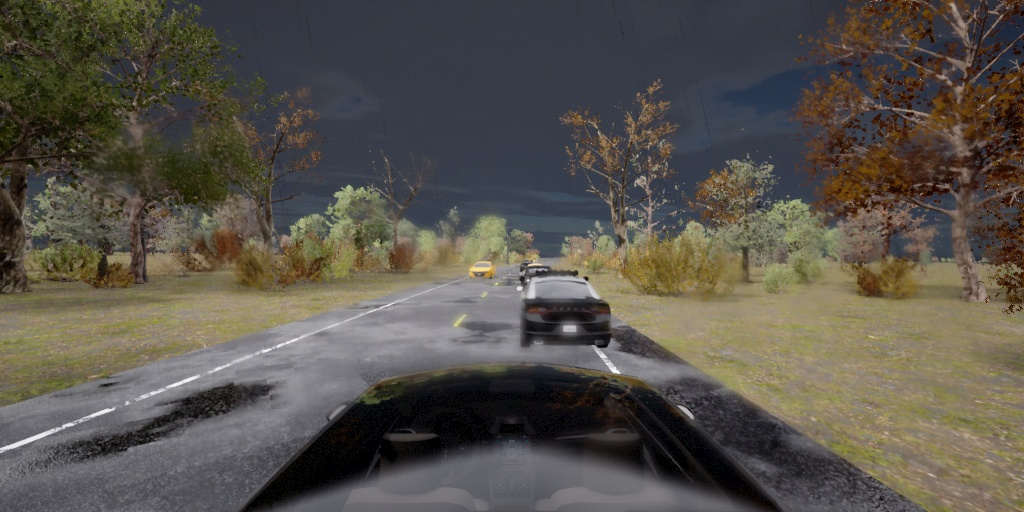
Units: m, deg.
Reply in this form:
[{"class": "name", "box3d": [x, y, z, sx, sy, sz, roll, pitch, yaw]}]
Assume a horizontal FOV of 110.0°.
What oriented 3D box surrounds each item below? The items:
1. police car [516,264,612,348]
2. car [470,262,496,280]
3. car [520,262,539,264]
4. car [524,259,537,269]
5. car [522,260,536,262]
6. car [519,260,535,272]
[{"class": "police car", "box3d": [1.150, 1.177, 9.387, 1.930, 1.638, 5.238, 0, 0, 1]}, {"class": "car", "box3d": [-2.509, 1.252, 31.771, 1.882, 1.535, 5.008, 0, 0, 3]}, {"class": "car", "box3d": [1.427, 1.263, 19.229, 1.837, 1.490, 4.892, 0, 0, 2]}, {"class": "car", "box3d": [3.220, 1.365, 60.738, 1.882, 1.535, 5.008, 0, 0, 6]}, {"class": "car", "box3d": [1.679, 1.218, 25.387, 1.801, 1.575, 5.366, 0, 0, 3]}, {"class": "car", "box3d": [2.097, 1.331, 47.880, 1.837, 1.490, 4.892, 0, 0, 5]}]
